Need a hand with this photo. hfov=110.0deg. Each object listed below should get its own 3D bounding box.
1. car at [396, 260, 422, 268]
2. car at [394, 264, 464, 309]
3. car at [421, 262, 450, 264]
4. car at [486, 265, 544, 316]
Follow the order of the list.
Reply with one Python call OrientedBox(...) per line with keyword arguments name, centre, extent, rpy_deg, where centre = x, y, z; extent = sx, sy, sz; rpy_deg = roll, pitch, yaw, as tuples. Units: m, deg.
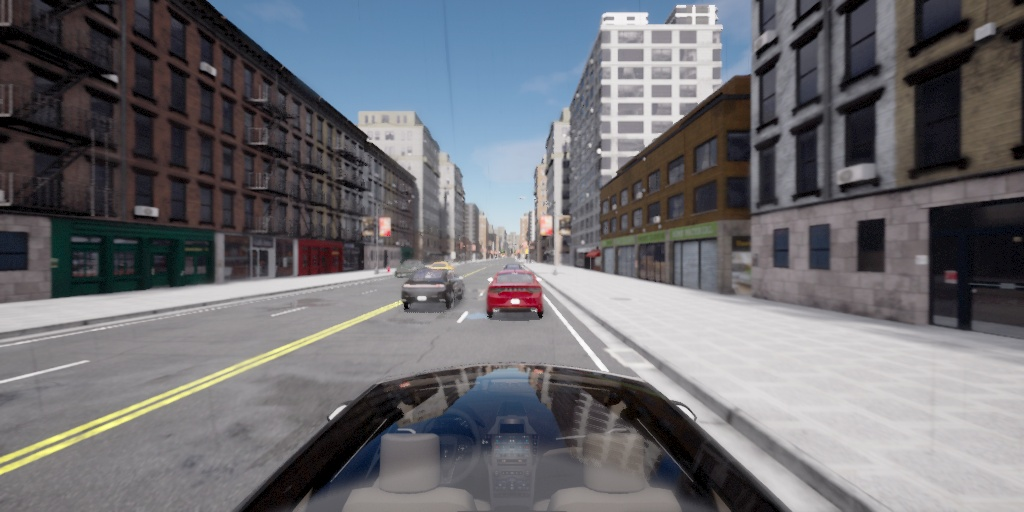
OrientedBox(name="car", centre=(-9.818, 1.175, 34.897), extent=(2.097, 1.767, 4.553), rpy_deg=(0, 0, 0))
OrientedBox(name="car", centre=(-3.144, 1.270, 14.971), extent=(2.128, 1.511, 4.902), rpy_deg=(0, 0, 0))
OrientedBox(name="car", centre=(-6.576, 1.296, 33.133), extent=(1.882, 1.535, 5.008), rpy_deg=(0, 0, 0))
OrientedBox(name="car", centre=(0.106, 1.253, 13.480), extent=(1.882, 1.535, 5.008), rpy_deg=(0, 0, 0))
